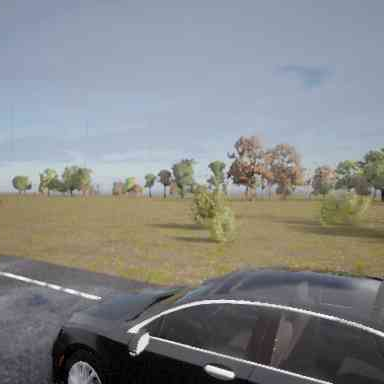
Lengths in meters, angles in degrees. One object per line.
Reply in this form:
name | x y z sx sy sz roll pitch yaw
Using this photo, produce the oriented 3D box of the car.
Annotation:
car | 0.715 1.504 3.091 4.892 1.490 1.837 0 0 33
